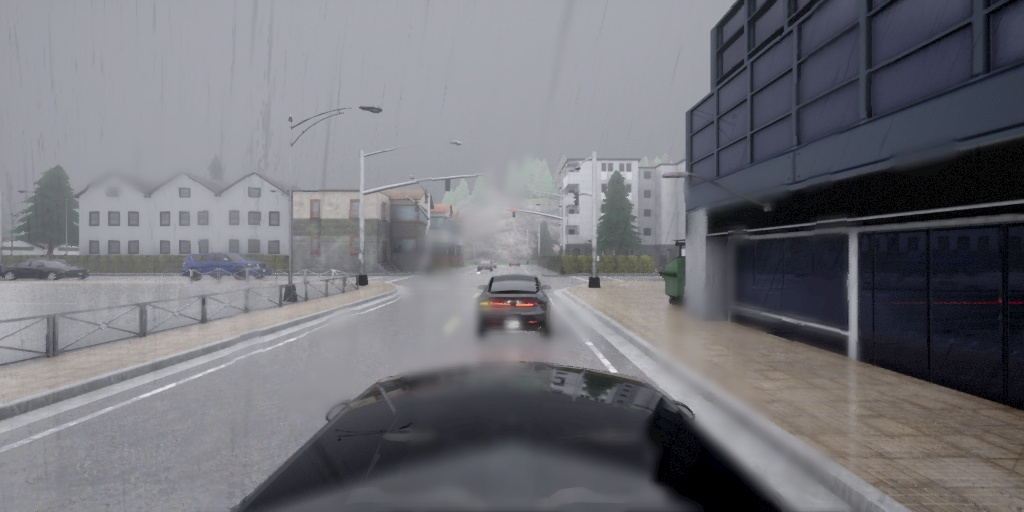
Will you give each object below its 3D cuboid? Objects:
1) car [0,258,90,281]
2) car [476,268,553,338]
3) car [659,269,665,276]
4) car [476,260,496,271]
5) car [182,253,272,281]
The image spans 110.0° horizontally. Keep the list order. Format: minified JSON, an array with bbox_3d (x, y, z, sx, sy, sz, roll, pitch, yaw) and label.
[{"bbox_3d":[-34.318,1.051,26.484,5.008,1.535,1.882,0,0,1],"label":"car"},{"bbox_3d":[0.076,1.255,10.218,1.837,1.490,4.892,0,0,1],"label":"car"},{"bbox_3d":[13.432,1.174,26.226,4.718,1.301,1.895,0,0,0],"label":"car"},{"bbox_3d":[-3.484,1.276,47.623,1.812,1.442,4.674,0,0,0],"label":"car"},{"bbox_3d":[-20.931,0.795,26.400,5.566,2.045,2.150,0,0,0],"label":"car"}]
